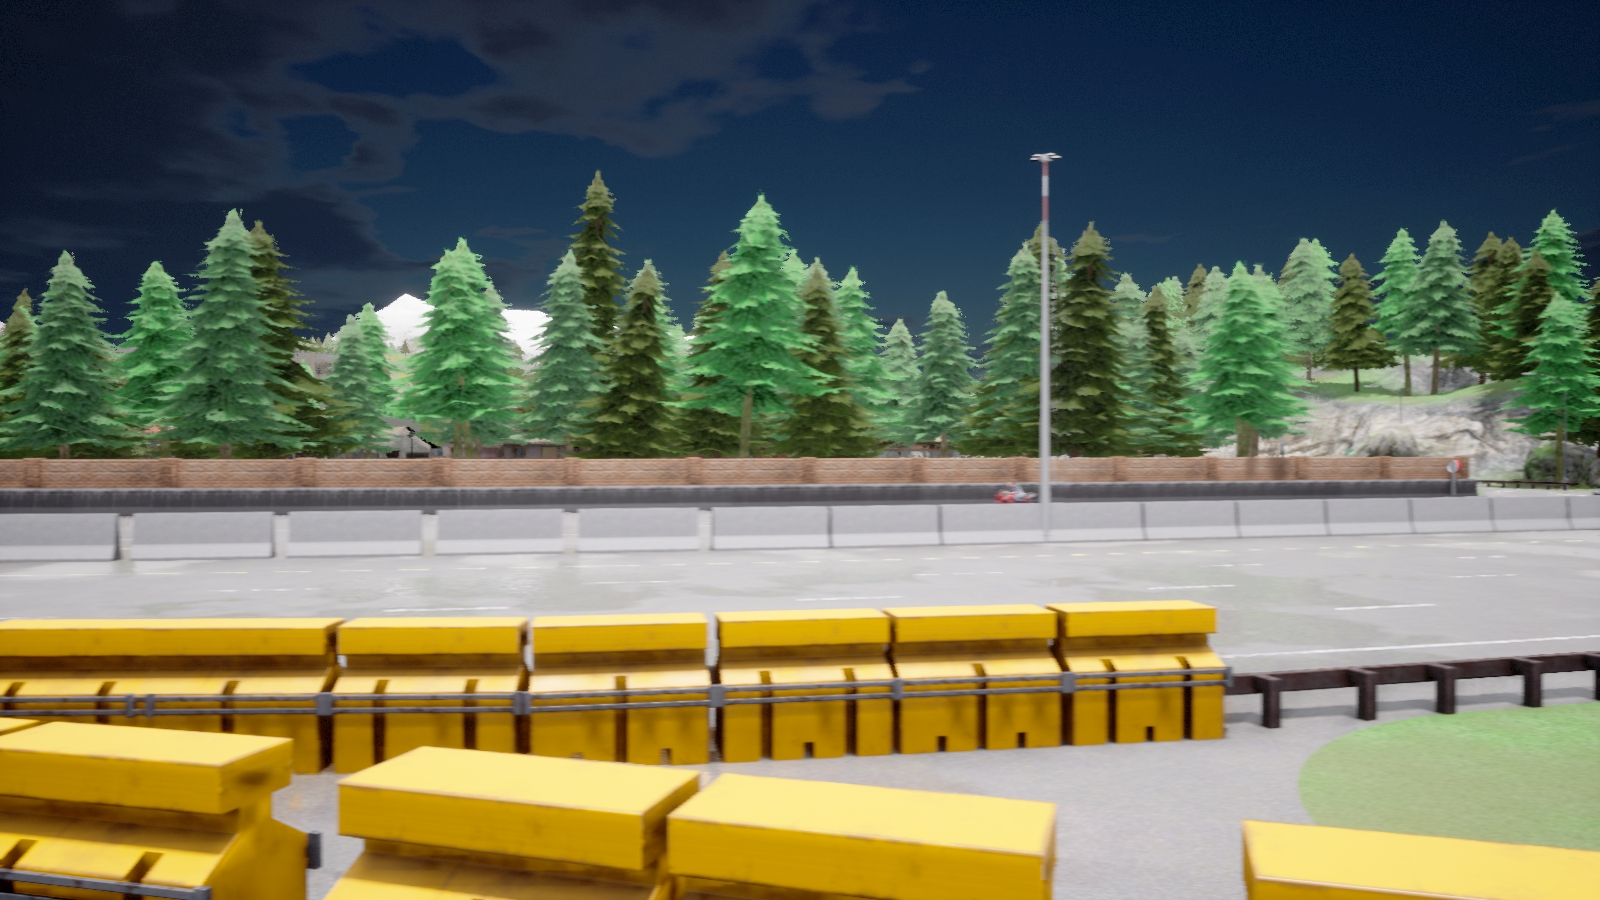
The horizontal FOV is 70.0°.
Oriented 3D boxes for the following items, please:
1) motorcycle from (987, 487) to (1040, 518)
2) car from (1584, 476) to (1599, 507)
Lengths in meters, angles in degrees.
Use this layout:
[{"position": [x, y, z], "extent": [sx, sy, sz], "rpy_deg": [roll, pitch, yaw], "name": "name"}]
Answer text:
[{"position": [8.821, 2.163, 47.187], "extent": [2.033, 1.217, 0.803], "rpy_deg": [0, 0, -16], "name": "motorcycle"}, {"position": [41.738, 2.045, 56.676], "extent": [4.792, 1.488, 2.163], "rpy_deg": [0, 0, -16], "name": "car"}]
